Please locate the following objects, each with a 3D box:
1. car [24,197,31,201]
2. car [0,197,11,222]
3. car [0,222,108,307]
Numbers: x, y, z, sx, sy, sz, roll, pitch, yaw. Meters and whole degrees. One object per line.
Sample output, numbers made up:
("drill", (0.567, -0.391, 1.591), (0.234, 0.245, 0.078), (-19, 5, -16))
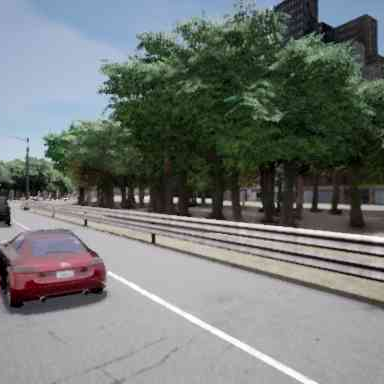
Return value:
("car", (-41.523, 2.076, 84.722), (1.812, 1.442, 4.674), (0, 0, -3))
("car", (-14.983, 1.387, 24.913), (2.150, 2.045, 5.566), (0, 0, -34))
("car", (-3.656, 1.624, 8.304), (1.994, 1.385, 4.181), (0, -1, -34))
